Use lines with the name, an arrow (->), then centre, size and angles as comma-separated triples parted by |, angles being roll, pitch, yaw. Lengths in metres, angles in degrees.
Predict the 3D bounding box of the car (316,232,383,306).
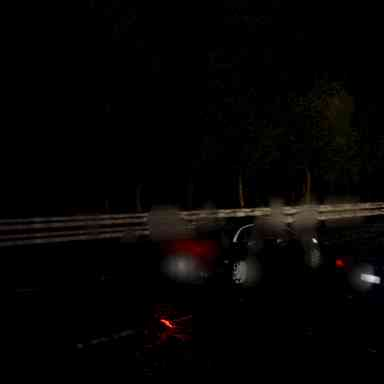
car -> 4.888, 1.544, 7.236 | 4.181, 1.385, 1.994 | 0, 0, -35

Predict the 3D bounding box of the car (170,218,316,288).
car -> 1.726, 1.489, 9.280 | 4.892, 1.490, 1.837 | 0, 0, -35
